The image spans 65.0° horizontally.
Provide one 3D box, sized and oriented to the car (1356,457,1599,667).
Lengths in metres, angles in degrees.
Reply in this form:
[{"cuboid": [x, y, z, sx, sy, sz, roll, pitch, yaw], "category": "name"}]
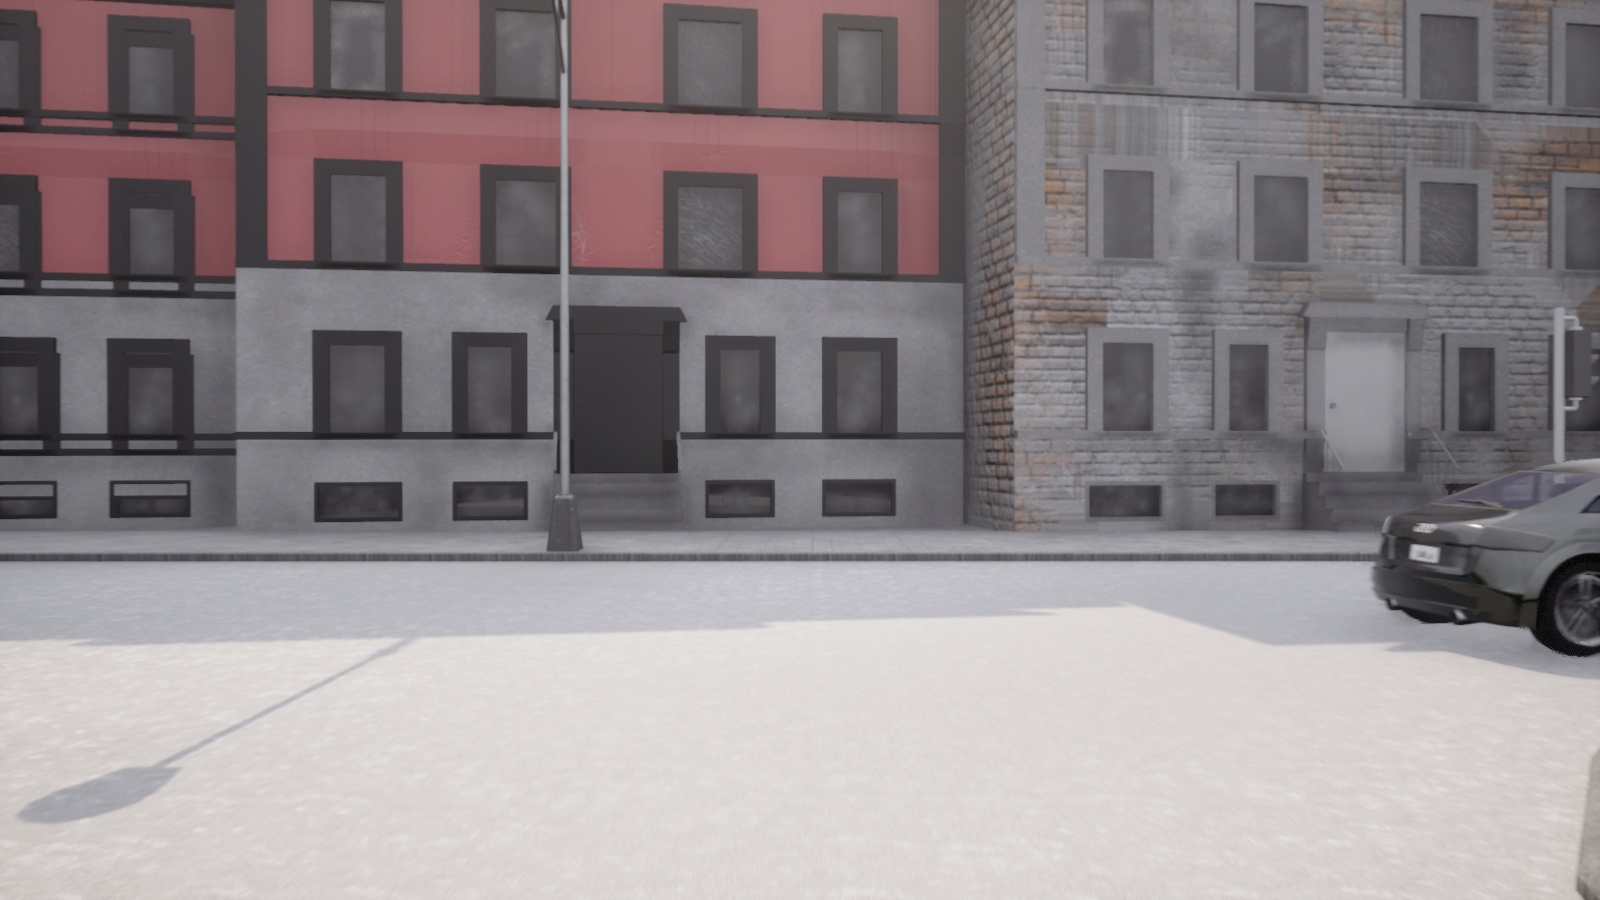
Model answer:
[{"cuboid": [6.803, 0.761, 9.666, 4.181, 1.385, 1.994, 0, 0, -6], "category": "car"}]
